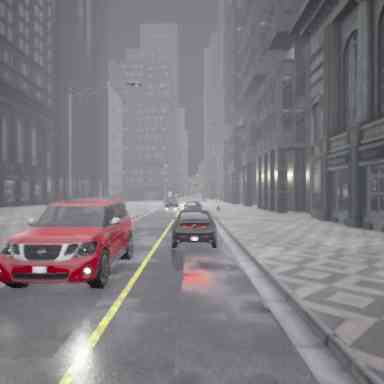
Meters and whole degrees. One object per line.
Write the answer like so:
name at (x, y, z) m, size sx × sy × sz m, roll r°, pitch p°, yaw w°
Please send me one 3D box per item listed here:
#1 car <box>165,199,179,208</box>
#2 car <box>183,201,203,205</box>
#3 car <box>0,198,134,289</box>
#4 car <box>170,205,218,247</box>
car at (-3.079, 1.773, 51.252) m, size 1.994 × 1.385 × 4.181 m, roll 0°, pitch -1°, yaw 0°
car at (0.094, 1.600, 32.369) m, size 1.812 × 1.442 × 4.674 m, roll 0°, pitch 0°, yaw 0°
car at (-3.103, 1.231, 9.529) m, size 2.150 × 2.045 × 5.566 m, roll 0°, pitch 0°, yaw 0°
car at (0.097, 1.526, 14.978) m, size 1.837 × 1.490 × 4.892 m, roll 0°, pitch 0°, yaw 0°
